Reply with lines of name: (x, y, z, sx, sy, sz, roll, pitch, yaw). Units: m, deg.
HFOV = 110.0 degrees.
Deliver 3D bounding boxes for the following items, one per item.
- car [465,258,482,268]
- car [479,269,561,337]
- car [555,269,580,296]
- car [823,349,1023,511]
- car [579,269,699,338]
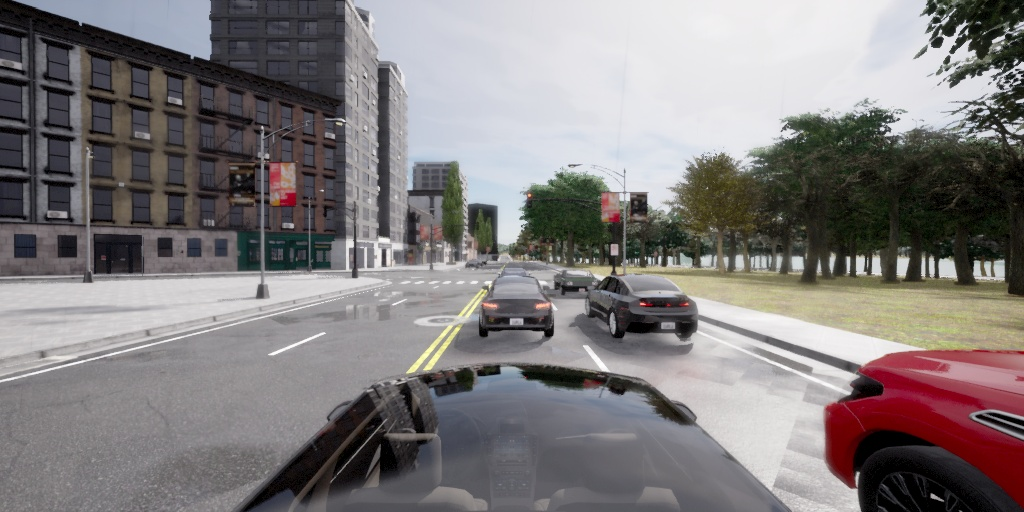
car: (-6.502, 1.297, 59.173, 1.994, 1.385, 4.181, 0, 0, 0)
car: (0.114, 1.274, 10.163, 1.812, 1.442, 4.674, 0, 0, 0)
car: (3.374, 1.347, 19.440, 1.895, 1.301, 4.718, 0, 0, 0)
car: (3.348, 0.972, 0.207, 2.150, 2.045, 5.566, 0, 0, 0)
car: (3.360, 1.253, 10.127, 1.837, 1.490, 4.892, 0, 0, 0)
